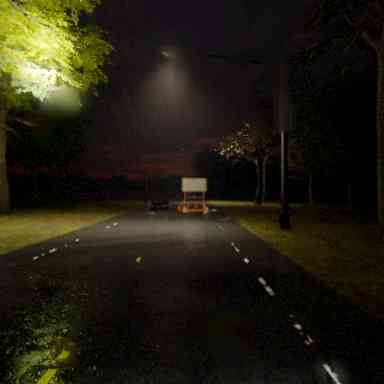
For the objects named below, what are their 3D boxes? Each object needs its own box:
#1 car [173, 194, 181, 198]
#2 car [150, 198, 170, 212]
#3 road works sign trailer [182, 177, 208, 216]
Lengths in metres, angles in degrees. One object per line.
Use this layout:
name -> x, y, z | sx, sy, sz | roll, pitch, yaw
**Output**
car -> -3.513, 1.025, 78.567 | 1.812, 1.442, 4.674 | 0, 0, 0
car -> -3.599, 1.386, 37.850 | 1.882, 1.535, 5.008 | 0, 0, 0
road works sign trailer -> 0.190, 0.385, 31.228 | 2.380, 3.560, 2.880 | 0, 0, -8
